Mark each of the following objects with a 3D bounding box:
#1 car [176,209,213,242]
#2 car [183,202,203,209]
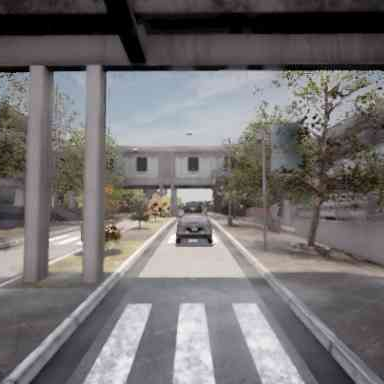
[{"bbox_3d":[0.100,1.825,17.843,2.033,1.411,5.357,0,-1,0],"label":"car"},{"bbox_3d":[0.113,2.250,41.003,2.150,2.045,5.566,0,-2,0],"label":"car"}]
